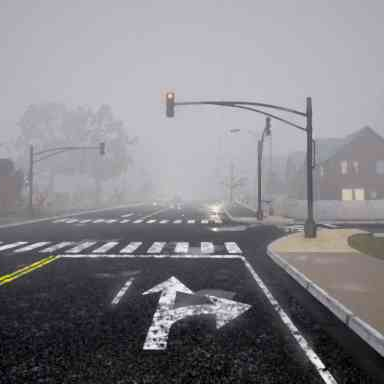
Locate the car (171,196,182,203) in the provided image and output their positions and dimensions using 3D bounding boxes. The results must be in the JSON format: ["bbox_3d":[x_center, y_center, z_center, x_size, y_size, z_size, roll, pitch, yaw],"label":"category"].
[{"bbox_3d":[-3.095,1.536,67.889,1.812,1.442,4.674,0,0,5],"label":"car"}]

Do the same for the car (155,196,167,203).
[{"bbox_3d":[-6.329,1.497,68.207,1.882,1.535,5.008,0,0,5],"label":"car"}]
